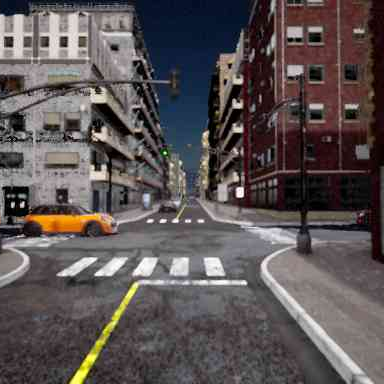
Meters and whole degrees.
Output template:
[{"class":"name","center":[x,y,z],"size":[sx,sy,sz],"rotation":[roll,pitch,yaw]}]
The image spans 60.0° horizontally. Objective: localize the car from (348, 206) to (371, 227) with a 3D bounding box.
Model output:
[{"class":"car","center":[12.945,1.504,22.828],"size":[4.097,1.590,1.967],"rotation":[-1,-1,0]}]

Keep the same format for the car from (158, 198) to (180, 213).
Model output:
[{"class":"car","center":[-2.832,1.744,39.316],"size":[1.994,1.385,4.181],"rotation":[0,0,0]}]

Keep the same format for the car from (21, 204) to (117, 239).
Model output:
[{"class":"car","center":[-6.275,1.421,17.340],"size":[4.553,1.767,2.097],"rotation":[-1,-1,-1]}]
